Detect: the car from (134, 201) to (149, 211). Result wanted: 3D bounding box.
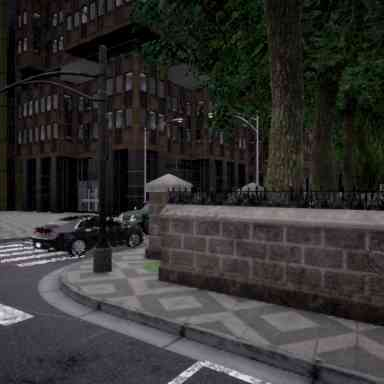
[{"bbox_3d":[-2.364,1.584,22.003,2.150,2.045,5.566,0,-1,35],"label":"car"}]

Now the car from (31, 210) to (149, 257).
[{"bbox_3d":[-4.135,1.717,14.002,1.837,1.490,4.892,0,-1,35],"label":"car"}]
